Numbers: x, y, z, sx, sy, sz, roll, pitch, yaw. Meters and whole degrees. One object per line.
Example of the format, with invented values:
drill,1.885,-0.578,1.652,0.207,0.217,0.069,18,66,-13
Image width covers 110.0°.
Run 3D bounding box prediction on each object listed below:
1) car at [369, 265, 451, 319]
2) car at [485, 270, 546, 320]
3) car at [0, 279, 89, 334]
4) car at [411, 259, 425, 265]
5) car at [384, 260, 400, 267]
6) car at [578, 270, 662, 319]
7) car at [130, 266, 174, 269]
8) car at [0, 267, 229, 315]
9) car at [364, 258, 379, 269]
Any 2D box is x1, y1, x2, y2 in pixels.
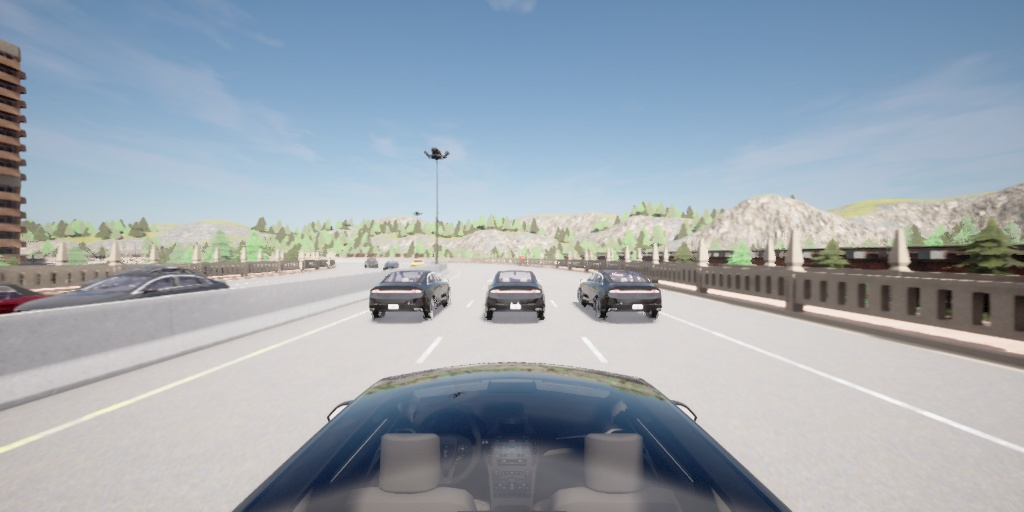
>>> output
car,-3.398,1.243,12.705,2.128,1.511,4.902,0,0,0
car,0.105,1.242,12.695,2.128,1.511,4.902,0,0,0
car,-14.098,1.352,8.786,1.895,1.301,4.718,0,0,0
car,-13.968,1.232,53.404,1.882,1.535,5.008,0,0,-15
car,-16.678,1.302,50.076,2.033,1.411,5.357,0,0,-13
car,3.601,1.242,12.688,2.128,1.511,4.902,0,0,0
car,-17.606,1.257,17.361,1.837,1.490,4.892,0,0,0
car,-10.600,1.243,10.317,2.128,1.511,4.902,0,0,0
car,-22.906,1.108,58.610,2.097,1.767,4.553,0,0,-19
